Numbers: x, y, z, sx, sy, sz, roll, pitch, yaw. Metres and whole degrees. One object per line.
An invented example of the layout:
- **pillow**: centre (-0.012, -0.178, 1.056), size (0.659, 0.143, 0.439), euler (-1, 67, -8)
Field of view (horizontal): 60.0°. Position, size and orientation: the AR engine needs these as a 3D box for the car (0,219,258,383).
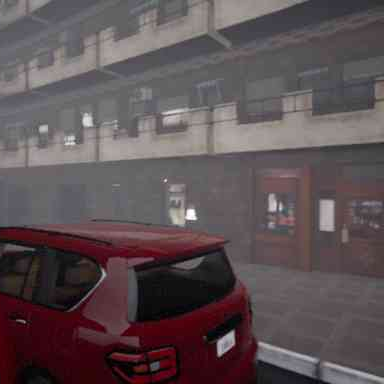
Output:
- **car**: centre (-1.672, 1.271, 4.068), size (5.009, 1.841, 2.192), euler (1, 0, 35)
